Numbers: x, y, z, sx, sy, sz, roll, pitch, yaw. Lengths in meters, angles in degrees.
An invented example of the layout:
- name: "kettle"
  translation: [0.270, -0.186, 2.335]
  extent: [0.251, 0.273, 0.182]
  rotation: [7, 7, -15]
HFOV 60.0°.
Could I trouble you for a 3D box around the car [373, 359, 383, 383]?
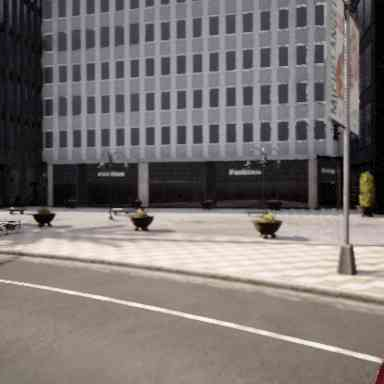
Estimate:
- name: "car"
  translation: [3.059, 1.538, 1.501]
  extent: [4.181, 1.385, 1.994]
  rotation: [0, 1, 37]
